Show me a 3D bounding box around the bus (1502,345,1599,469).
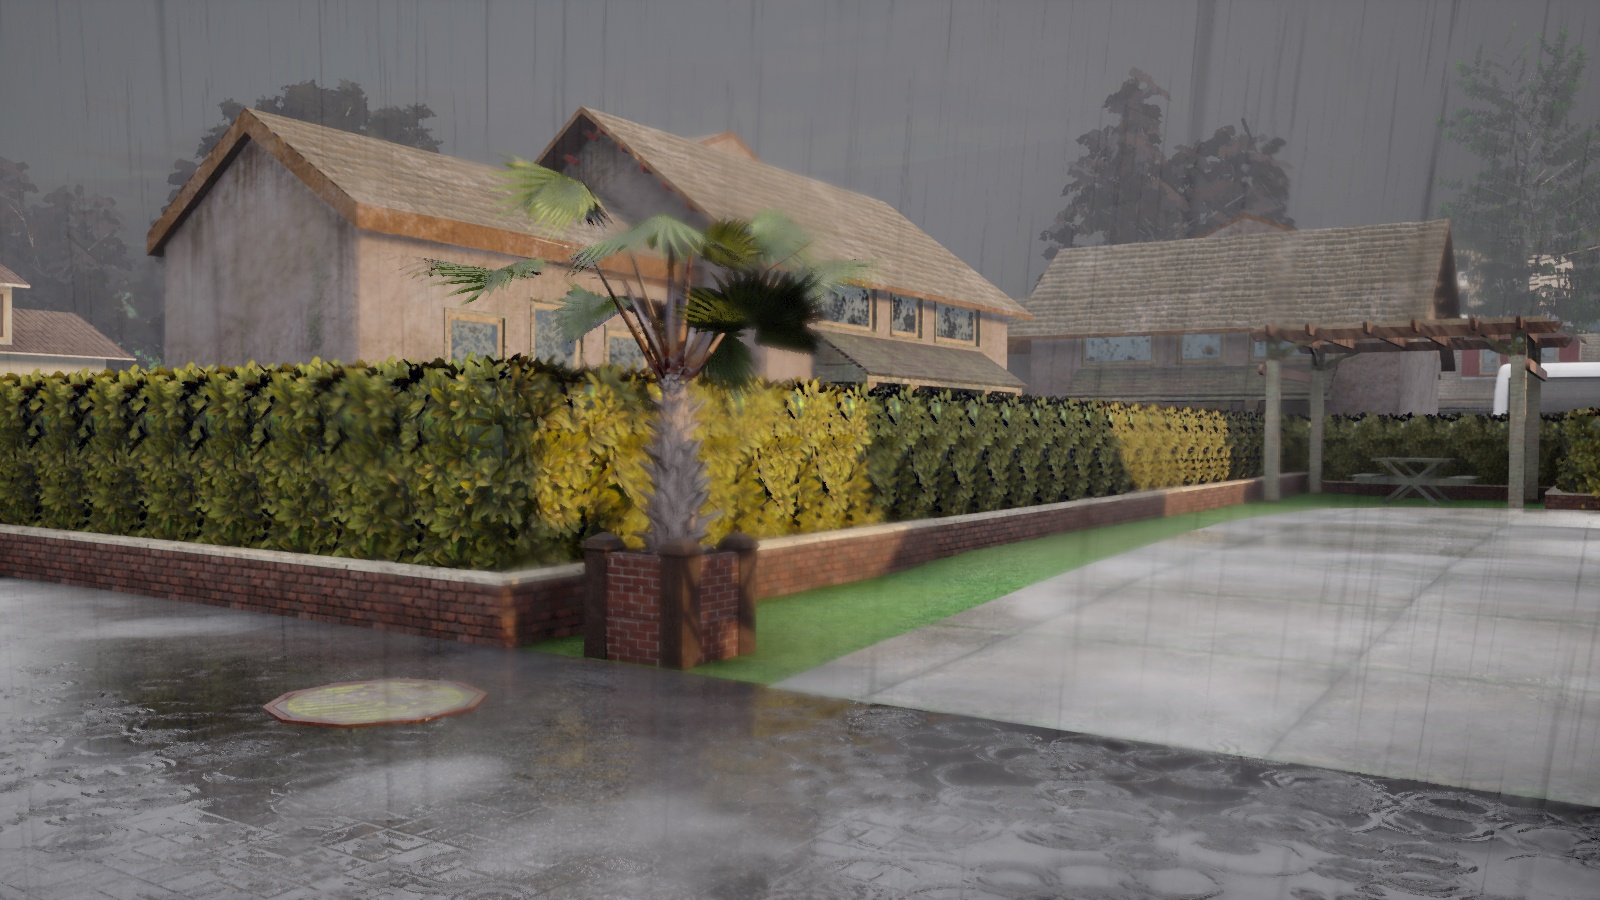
[{"bbox_3d":[30.371,-1.514,43.494,10.273,4.253,3.944,0,1,34],"label":"bus"}]
